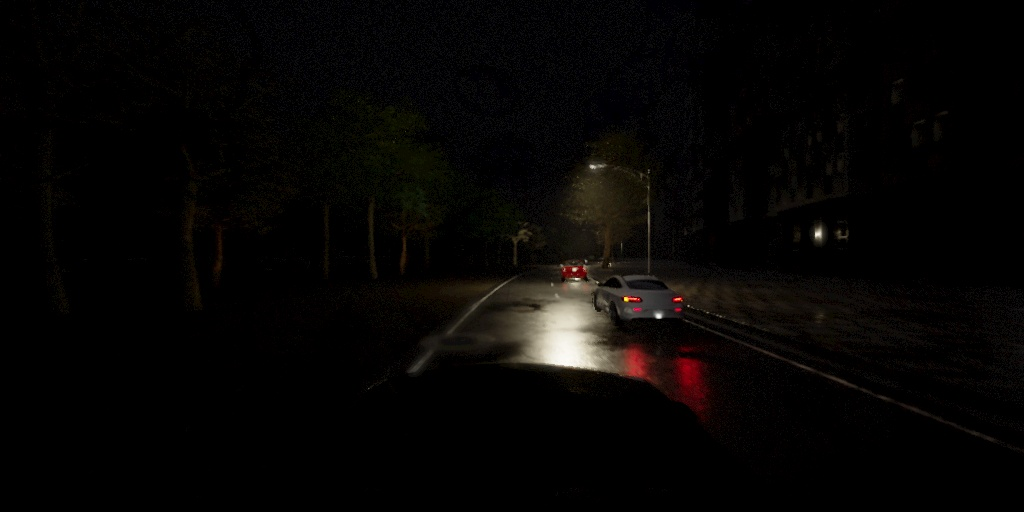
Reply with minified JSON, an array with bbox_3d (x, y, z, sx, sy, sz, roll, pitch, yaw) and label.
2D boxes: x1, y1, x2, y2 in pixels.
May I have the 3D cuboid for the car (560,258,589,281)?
[{"bbox_3d":[5.201,1.147,30.452,2.097,1.767,4.553,0,0,7],"label":"car"}]

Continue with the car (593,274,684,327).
[{"bbox_3d":[3.841,1.294,11.477,1.812,1.442,4.674,0,0,2],"label":"car"}]
